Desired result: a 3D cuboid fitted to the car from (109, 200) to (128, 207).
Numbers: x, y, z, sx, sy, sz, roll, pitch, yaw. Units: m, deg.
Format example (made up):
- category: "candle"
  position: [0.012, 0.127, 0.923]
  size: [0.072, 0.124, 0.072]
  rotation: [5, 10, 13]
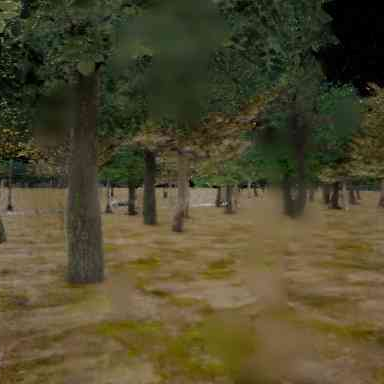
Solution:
- category: "car"
  position: [-15.083, 2.368, 67.993]
  size: [2.128, 1.511, 4.902]
  rotation: [-1, -2, 27]
